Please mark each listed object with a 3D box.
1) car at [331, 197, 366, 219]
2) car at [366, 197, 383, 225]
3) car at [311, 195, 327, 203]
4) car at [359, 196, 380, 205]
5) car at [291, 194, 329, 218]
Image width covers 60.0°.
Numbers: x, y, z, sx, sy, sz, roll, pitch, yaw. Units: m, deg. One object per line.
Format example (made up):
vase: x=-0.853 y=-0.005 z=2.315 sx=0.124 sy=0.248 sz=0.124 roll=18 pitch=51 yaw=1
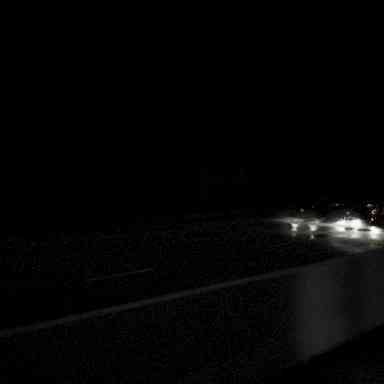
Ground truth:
car: x=13.850 y=1.429 z=28.582 sx=2.128 sy=1.511 sz=4.902 roll=0 pitch=0 yaw=35
car: x=13.475 y=1.278 z=22.340 sx=2.097 sy=1.767 sz=4.553 roll=0 pitch=0 yaw=38
car: x=26.163 y=1.402 z=68.591 sx=1.882 sy=1.535 sz=5.008 roll=-1 pitch=0 yaw=7
car: x=31.566 y=1.508 z=59.262 sx=2.033 sy=1.411 sz=5.357 roll=0 pitch=0 yaw=14
car: x=10.901 y=1.178 z=30.389 sx=2.150 sy=2.045 sz=5.566 roll=0 pitch=0 yaw=35
